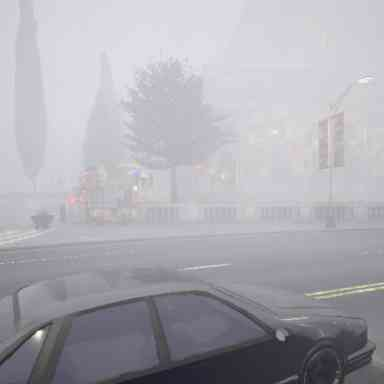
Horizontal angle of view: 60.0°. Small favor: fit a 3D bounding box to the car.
[{"bbox_3d":[-0.510,1.547,3.422,5.357,1.411,2.033,0,0,-29],"label":"car"}]
